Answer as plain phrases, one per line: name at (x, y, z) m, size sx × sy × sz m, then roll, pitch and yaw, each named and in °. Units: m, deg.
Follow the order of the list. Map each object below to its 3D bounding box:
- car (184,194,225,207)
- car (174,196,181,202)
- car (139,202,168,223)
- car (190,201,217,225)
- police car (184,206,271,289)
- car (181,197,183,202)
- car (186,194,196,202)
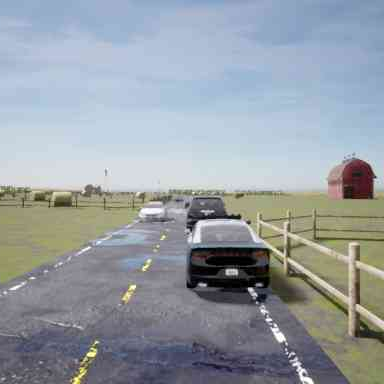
car at (0.779, 1.222, 19.259) m, size 2.150 × 2.045 × 5.566 m, roll 0°, pitch 0°, yaw 0°
car at (-2.914, 1.545, 72.153) m, size 1.994 × 1.385 × 4.181 m, roll 0°, pitch 0°, yaw 0°
car at (-2.909, 1.523, 25.734) m, size 1.812 × 1.442 × 4.674 m, roll 0°, pitch 0°, yaw 0°
car at (0.766, 1.502, 25.230) m, size 1.837 × 1.490 × 4.892 m, roll 0°, pitch 0°, yaw 0°
police car at (0.802, 1.424, 9.340) m, size 1.930 × 1.638 × 5.238 m, roll 0°, pitch 0°, yaw 0°
car at (-0.077, 1.540, 46.080) m, size 2.033 × 1.411 × 5.357 m, roll 0°, pitch 0°, yaw 0°
car at (-0.163, 1.257, 71.673) m, size 2.097 × 1.767 × 4.553 m, roll 0°, pitch 0°, yaw 0°
